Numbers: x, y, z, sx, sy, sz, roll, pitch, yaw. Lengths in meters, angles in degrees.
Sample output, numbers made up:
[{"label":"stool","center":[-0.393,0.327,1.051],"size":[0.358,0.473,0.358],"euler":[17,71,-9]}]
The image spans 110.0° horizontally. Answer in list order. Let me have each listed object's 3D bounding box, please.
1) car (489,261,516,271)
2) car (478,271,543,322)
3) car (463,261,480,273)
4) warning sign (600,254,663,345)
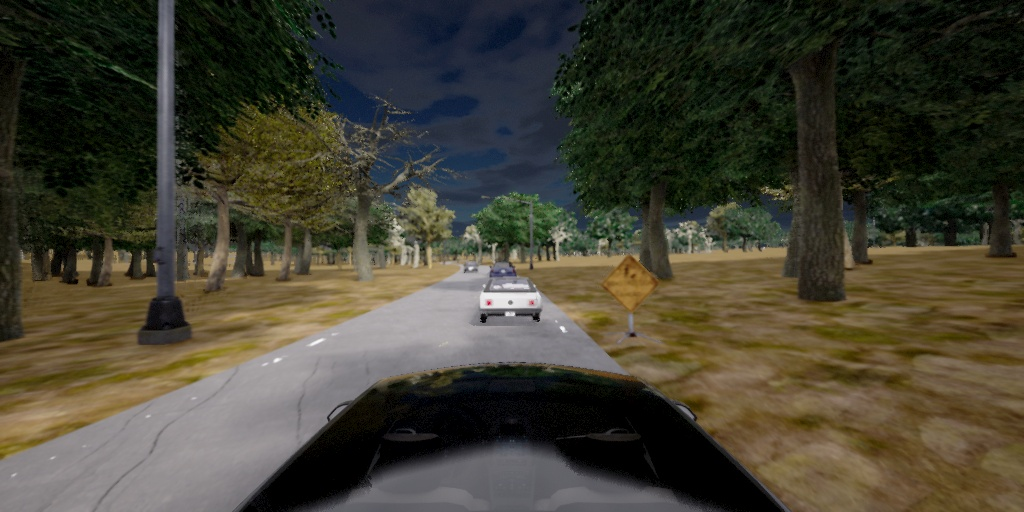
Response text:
[{"label":"car","center":[-0.773,1.184,29.132],"size":[2.097,1.767,4.553],"euler":[0,0,-3]},{"label":"car","center":[-0.090,1.377,12.476],"size":[1.895,1.301,4.718],"euler":[0,0,-1]},{"label":"car","center":[-5.213,1.405,46.065],"size":[2.128,1.511,4.902],"euler":[0,0,-5]},{"label":"warning sign","center":[2.601,0.879,7.819],"size":[1.300,1.860,1.060],"euler":[0,0,-1]}]
